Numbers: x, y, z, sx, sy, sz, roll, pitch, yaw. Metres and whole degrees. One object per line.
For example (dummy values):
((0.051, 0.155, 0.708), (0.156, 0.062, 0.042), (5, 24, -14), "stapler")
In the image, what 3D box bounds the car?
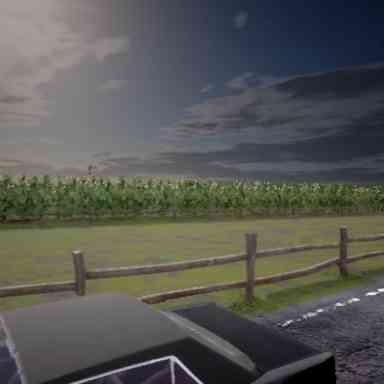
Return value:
((-1.121, 1.602, 2.324), (4.718, 1.301, 1.895), (1, 0, -35), "car")
